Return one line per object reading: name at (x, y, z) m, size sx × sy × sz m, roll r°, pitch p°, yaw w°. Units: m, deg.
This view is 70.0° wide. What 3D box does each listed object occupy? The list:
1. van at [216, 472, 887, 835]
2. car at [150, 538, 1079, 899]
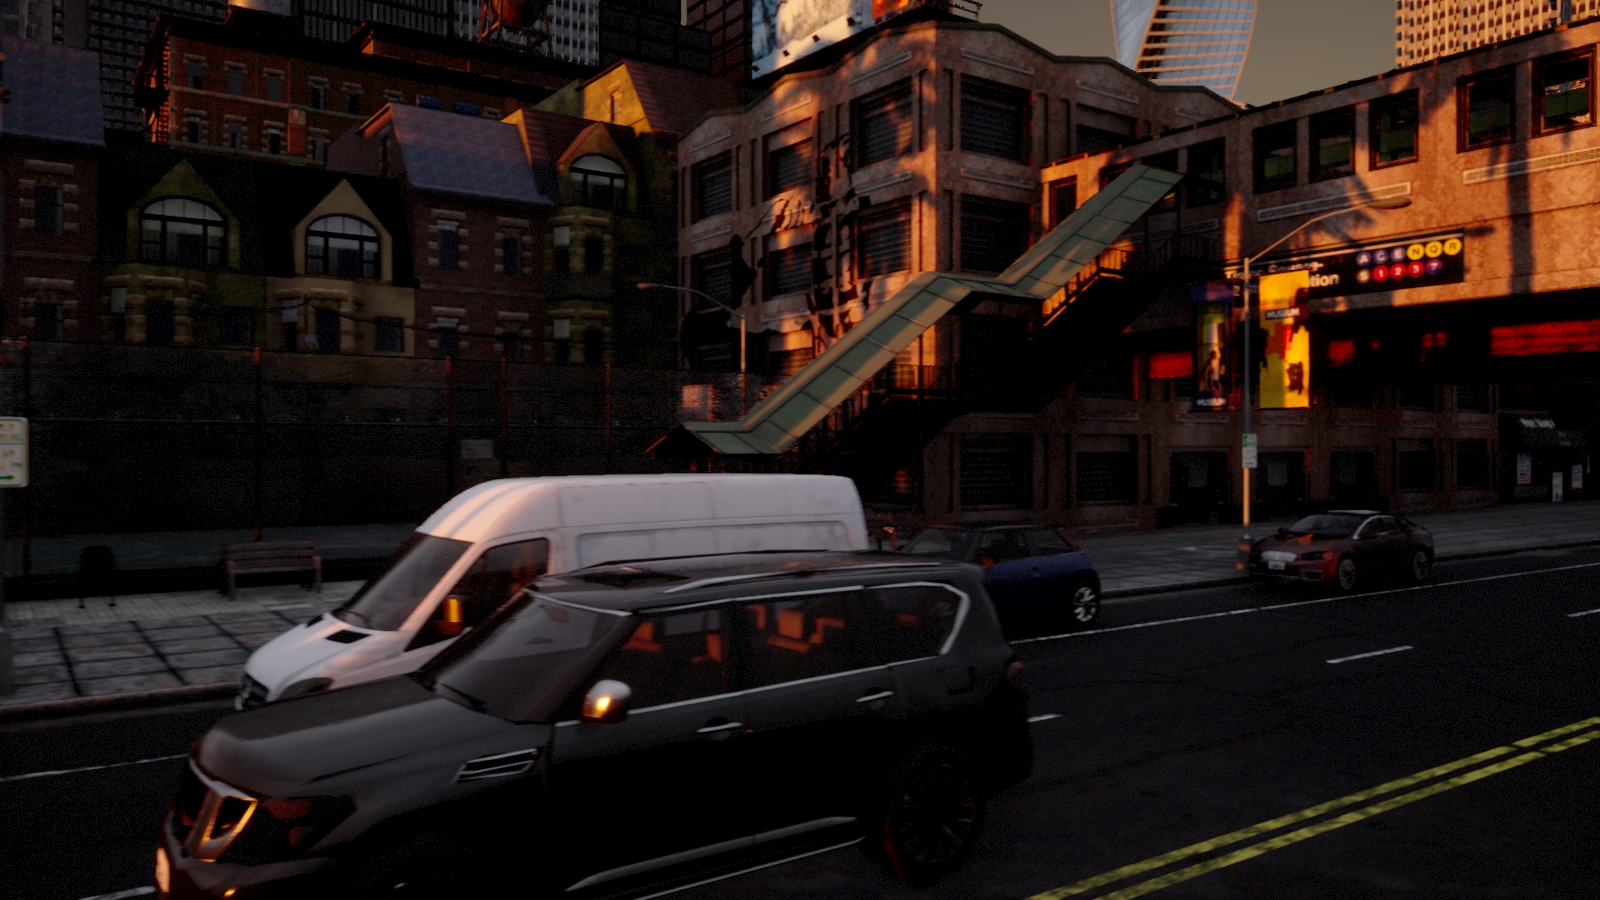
van at (-2.100, 1.534, 10.856) m, size 5.915 × 2.561 × 1.988 m, roll 0°, pitch 0°, yaw -35°
car at (-0.915, 1.780, 7.412) m, size 5.566 × 2.045 × 2.150 m, roll 0°, pitch 0°, yaw -35°
